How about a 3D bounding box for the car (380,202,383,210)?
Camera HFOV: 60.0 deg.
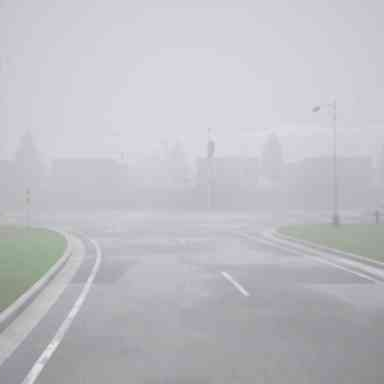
[{"bbox_3d":[22.247,1.257,34.549,5.008,1.535,1.882,-1,0,1],"label":"car"}]
